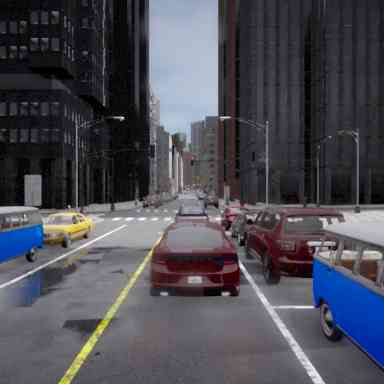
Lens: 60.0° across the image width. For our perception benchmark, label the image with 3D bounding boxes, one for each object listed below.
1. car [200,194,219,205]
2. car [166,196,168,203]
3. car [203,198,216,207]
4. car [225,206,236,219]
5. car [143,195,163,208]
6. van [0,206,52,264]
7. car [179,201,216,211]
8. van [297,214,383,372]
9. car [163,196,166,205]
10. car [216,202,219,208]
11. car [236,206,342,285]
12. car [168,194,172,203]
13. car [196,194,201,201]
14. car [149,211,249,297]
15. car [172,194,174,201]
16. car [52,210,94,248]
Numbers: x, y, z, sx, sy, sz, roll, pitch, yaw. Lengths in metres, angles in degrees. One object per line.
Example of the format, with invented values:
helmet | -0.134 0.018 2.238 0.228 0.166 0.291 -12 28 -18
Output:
car | 2.737 1.337 47.543 2.192 1.841 5.009 0 0 0
car | -5.792 1.601 58.835 1.947 1.339 4.313 0 0 0
car | 2.736 1.594 53.187 1.947 1.339 4.313 0 0 0
car | 2.755 1.552 14.977 2.008 1.369 4.403 0 0 0
car | -5.788 1.337 47.549 2.192 1.841 5.009 0 0 0
van | -5.772 1.341 9.460 1.690 1.788 3.998 0 0 0
car | -0.006 1.494 19.050 2.128 1.511 4.902 0 0 0
van | 2.761 1.341 3.925 1.690 1.788 3.998 0 0 0
car | -5.791 1.343 53.192 2.192 1.841 5.009 0 0 0
car | 2.751 1.548 20.502 1.887 1.381 4.507 0 0 0
car | 2.757 1.315 9.451 2.192 1.841 5.009 0 0 0
car | -5.797 1.621 70.122 1.947 1.339 4.313 0 0 0
car | 2.720 1.642 87.049 1.887 1.381 4.507 0 0 0
car | 0.064 1.478 8.641 1.882 1.535 5.008 0 0 0
car | -5.800 1.593 75.594 1.752 1.417 4.829 0 0 0
car | -5.773 1.527 14.814 1.752 1.417 4.829 0 0 0
